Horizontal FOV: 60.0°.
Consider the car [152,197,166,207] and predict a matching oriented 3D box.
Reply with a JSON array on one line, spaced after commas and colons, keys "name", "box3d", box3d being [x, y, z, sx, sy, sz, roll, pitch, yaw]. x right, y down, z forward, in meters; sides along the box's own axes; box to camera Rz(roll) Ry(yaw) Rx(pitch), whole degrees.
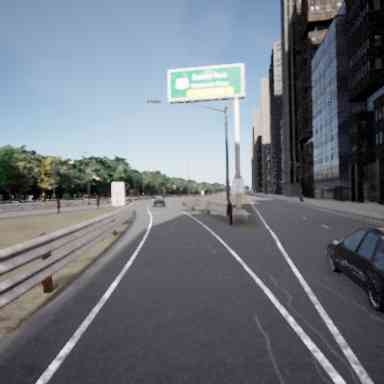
[{"name": "car", "box3d": [-5.103, 1.582, 51.808, 1.837, 1.490, 4.892, -1, 0, -6]}]

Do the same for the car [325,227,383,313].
[{"name": "car", "box3d": [4.457, 1.489, 7.367, 2.033, 1.411, 5.357, -1, 0, 9]}]
